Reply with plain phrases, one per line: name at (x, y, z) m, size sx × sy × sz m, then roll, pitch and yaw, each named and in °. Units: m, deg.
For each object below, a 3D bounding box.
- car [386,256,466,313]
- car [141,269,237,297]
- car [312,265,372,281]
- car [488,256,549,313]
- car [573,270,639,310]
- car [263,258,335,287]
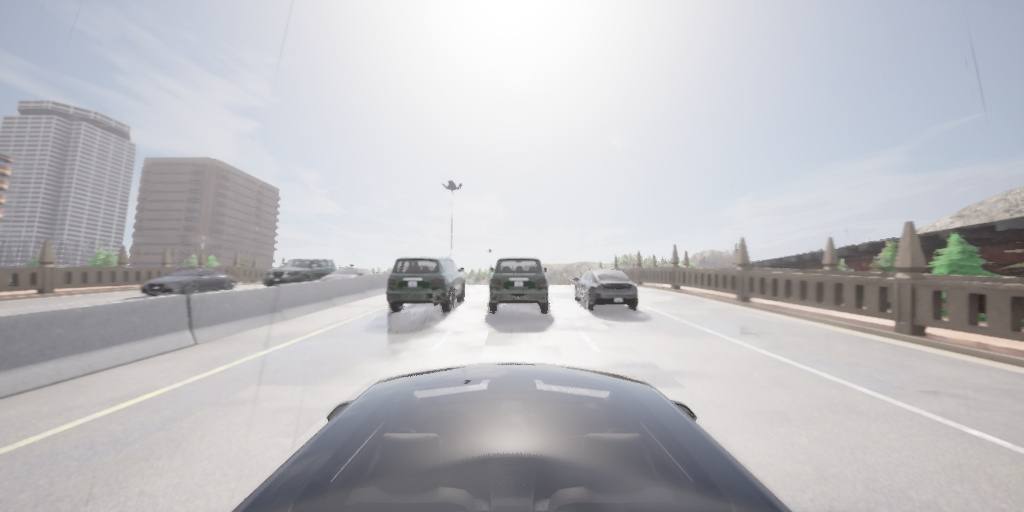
car at (-3.238, 1.025, 14.498) m, size 2.150 × 2.045 × 5.566 m, roll 0°, pitch 0°, yaw 1°
car at (-17.340, 1.393, 19.499) m, size 1.994 × 1.385 × 4.181 m, roll 0°, pitch -1°, yaw 1°
car at (-10.270, 1.425, 22.727) m, size 1.812 × 1.442 × 4.674 m, roll 0°, pitch -2°, yaw 1°
car at (0.262, 1.027, 14.546) m, size 2.150 × 2.045 × 5.566 m, roll 0°, pitch 0°, yaw 1°
car at (3.768, 1.314, 15.007) m, size 1.837 × 1.490 × 4.892 m, roll 0°, pitch 0°, yaw 1°
car at (-13.745, 1.152, 23.831) m, size 2.150 × 2.045 × 5.566 m, roll 0°, pitch -2°, yaw 1°
